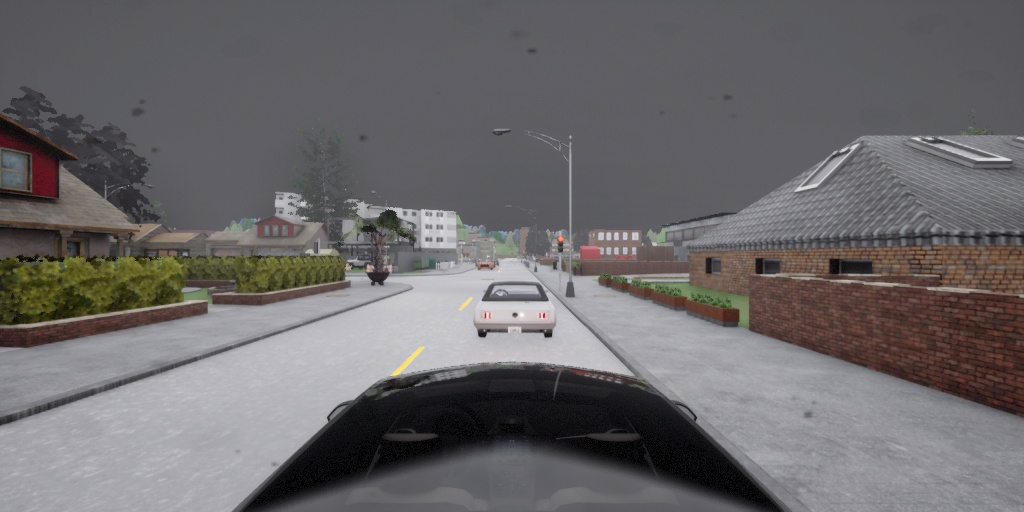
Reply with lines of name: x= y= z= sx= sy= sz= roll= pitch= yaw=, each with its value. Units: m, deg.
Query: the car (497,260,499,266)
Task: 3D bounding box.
car: x=-3.715 y=1.247 z=61.662 sx=1.837 sy=1.490 sz=4.892 roll=0 pitch=0 yaw=1

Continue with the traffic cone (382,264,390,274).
traffic cone: x=-15.498 y=1.556 z=44.133 sx=0.344 sy=0.586 sz=0.344 roll=0 pitch=0 yaw=0

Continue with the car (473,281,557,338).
car: x=0.102 y=1.350 z=10.173 sx=1.895 sy=1.301 sz=4.718 roll=0 pitch=0 yaw=1

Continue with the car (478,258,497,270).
car: x=-3.792 y=1.096 z=52.281 sx=2.097 sy=1.767 sz=4.553 roll=0 pitch=0 yaw=0

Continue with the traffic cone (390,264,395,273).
traffic cone: x=-15.133 y=1.552 z=44.700 sx=0.344 sy=0.586 sz=0.344 roll=0 pitch=0 yaw=0
